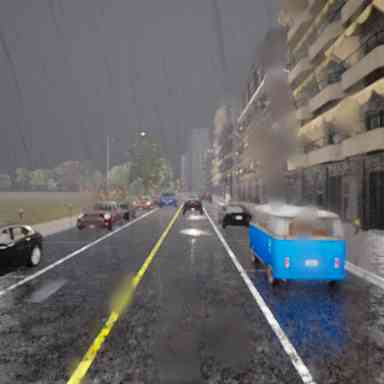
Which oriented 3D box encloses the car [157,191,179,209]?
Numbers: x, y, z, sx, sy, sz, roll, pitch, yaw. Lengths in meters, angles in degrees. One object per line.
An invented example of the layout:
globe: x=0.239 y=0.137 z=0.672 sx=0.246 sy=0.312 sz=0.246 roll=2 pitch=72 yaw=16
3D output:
car: x=-2.854 y=0.933 z=41.324 sx=2.150 sy=2.045 sz=5.566 roll=0 pitch=0 yaw=0

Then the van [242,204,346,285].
van: x=2.574 y=1.277 z=8.990 sx=1.690 sy=1.788 sz=3.998 roll=1 pitch=0 yaw=0

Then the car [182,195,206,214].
car: x=0.087 y=1.277 z=32.261 sx=1.837 sy=1.490 sz=4.892 roll=0 pitch=0 yaw=0

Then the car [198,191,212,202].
car: x=2.562 y=0.900 z=59.938 sx=2.192 sy=1.841 sz=5.009 roll=1 pitch=0 yaw=0

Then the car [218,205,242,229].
car: x=2.569 y=1.422 z=20.313 sx=1.947 sy=1.339 sz=4.313 roll=1 pitch=0 yaw=0

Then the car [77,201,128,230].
car: x=-5.310 y=1.301 z=19.694 sx=1.967 sy=1.590 sz=4.097 roll=1 pitch=0 yaw=0

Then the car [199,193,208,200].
car: x=2.556 y=1.038 z=76.922 sx=1.947 sy=1.339 sz=4.313 roll=1 pitch=0 yaw=0

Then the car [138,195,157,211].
car: x=-5.314 y=1.184 z=36.656 sx=1.967 sy=1.590 sz=4.097 roll=1 pitch=0 yaw=0

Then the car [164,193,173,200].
car: x=-5.324 y=1.022 z=76.234 sx=1.887 sy=1.381 sz=4.507 roll=1 pitch=0 yaw=0

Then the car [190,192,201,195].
car: x=-0.002 y=1.125 z=47.403 sx=1.801 sy=1.575 sz=5.366 roll=0 pitch=0 yaw=0

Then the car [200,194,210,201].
car: x=2.559 y=1.092 z=65.601 sx=1.887 sy=1.381 sz=4.507 roll=1 pitch=0 yaw=0

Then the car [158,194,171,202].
car: x=-5.322 y=1.102 z=64.926 sx=2.008 sy=1.369 sz=4.403 roll=1 pitch=0 yaw=0

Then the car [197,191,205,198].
car: x=2.554 y=0.677 z=93.903 sx=2.192 sy=1.841 sz=5.009 roll=1 pitch=0 yaw=0

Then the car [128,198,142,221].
car: x=-5.313 y=1.388 z=25.350 sx=1.947 sy=1.339 sz=4.313 roll=1 pitch=0 yaw=0

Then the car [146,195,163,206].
car: x=-5.318 y=1.211 z=47.964 sx=1.887 sy=1.381 sz=4.507 roll=1 pitch=0 yaw=0

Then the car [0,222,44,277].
car: x=-5.309 y=1.491 z=8.388 sx=2.008 sy=1.369 sz=4.403 roll=1 pitch=0 yaw=0

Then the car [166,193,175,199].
car: x=-5.326 y=0.991 z=81.888 sx=2.008 sy=1.369 sz=4.403 roll=1 pitch=0 yaw=0
